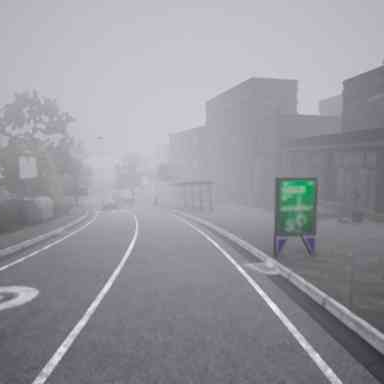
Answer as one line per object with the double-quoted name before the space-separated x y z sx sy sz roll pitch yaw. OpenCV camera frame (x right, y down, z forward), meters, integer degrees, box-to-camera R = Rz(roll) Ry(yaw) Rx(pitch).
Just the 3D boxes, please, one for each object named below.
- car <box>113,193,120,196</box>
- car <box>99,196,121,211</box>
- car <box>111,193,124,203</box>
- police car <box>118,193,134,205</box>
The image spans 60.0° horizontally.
"car" -15.302 1.588 71.157 1.882 1.535 5.008 -2 0 -19
"car" -10.890 1.651 43.790 1.812 1.442 4.674 -2 0 -17
"car" -17.272 1.367 76.880 2.150 2.045 5.566 -2 0 -19
"police car" -12.083 1.483 61.754 1.930 1.638 5.238 -2 0 -19
